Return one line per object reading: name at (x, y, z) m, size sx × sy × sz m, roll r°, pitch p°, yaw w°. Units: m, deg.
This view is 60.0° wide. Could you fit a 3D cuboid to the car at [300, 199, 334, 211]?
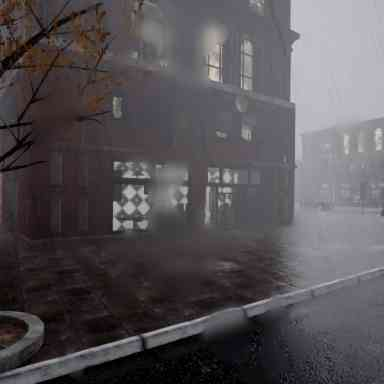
car at (15.561, 1.618, 41.686) m, size 2.008 × 1.369 × 4.403 m, roll 1°, pitch -1°, yaw -28°
